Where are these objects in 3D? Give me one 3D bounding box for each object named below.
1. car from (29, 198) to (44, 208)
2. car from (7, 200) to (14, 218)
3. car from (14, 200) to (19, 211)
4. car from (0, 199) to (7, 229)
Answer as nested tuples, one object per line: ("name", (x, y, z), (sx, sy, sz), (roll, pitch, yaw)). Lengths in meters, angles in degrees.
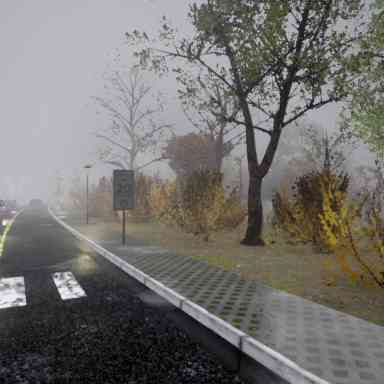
("car", (-25.163, 1.736, 53.811), (1.882, 1.535, 5.008), (0, 0, -23))
("car", (-17.689, 1.450, 30.094), (2.097, 1.767, 4.553), (0, 0, -25))
("car", (-24.238, 1.748, 44.400), (2.033, 1.411, 5.357), (0, 0, -24))
("car", (-13.194, 1.264, 20.954), (2.150, 2.045, 5.566), (0, 0, -27))
